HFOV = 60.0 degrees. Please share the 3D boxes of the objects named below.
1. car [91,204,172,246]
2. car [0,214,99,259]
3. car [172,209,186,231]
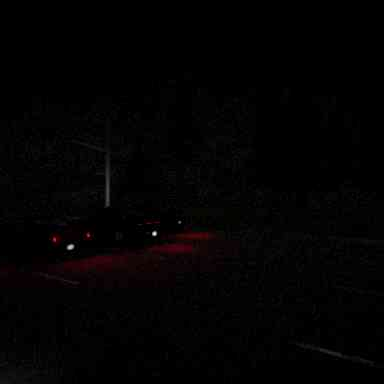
[{"bbox_3d":[-3.532,1.434,14.962,4.892,1.490,1.837,0,0,34],"label":"car"},{"bbox_3d":[-5.886,1.528,12.330,4.718,1.301,1.895,0,0,34],"label":"car"},{"bbox_3d":[-2.703,1.397,18.600,5.008,1.535,1.882,1,0,34],"label":"car"}]
